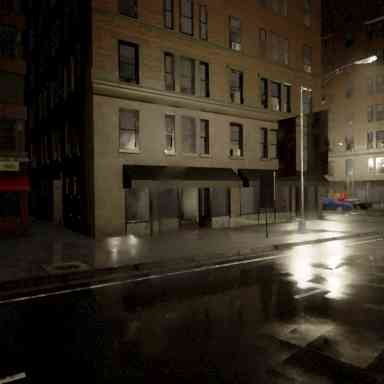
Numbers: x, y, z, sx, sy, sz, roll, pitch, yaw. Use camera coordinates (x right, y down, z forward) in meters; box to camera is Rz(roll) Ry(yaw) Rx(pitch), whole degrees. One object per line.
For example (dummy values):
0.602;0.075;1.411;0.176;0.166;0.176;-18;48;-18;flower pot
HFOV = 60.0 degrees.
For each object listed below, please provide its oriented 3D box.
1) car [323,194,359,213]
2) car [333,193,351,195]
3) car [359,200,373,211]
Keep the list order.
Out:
14.442;1.345;35.291;1.882;1.535;5.008;-1;1;-44;car
17.156;1.084;40.812;2.192;1.841;5.009;0;1;-44;car
17.228;1.431;36.846;1.895;1.301;4.718;-1;1;-42;car
